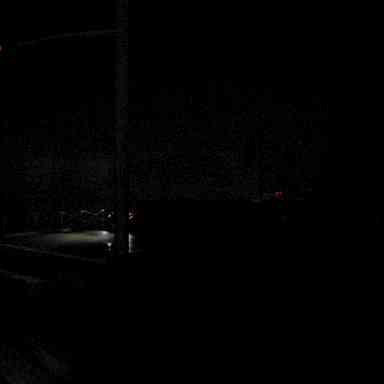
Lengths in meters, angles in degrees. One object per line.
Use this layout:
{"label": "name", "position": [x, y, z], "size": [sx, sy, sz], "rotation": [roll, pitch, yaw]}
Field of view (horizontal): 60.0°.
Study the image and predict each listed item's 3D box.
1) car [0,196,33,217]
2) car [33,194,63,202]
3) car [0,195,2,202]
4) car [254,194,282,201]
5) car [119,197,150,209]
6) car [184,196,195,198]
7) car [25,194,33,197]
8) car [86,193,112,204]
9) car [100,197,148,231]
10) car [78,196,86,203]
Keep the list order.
{"label": "car", "position": [-15.817, 1.339, 26.918], "size": [2.007, 1.523, 4.514], "rotation": [0, 0, 35]}
{"label": "car", "position": [-28.915, 1.153, 67.759], "size": [2.152, 1.636, 5.027], "rotation": [0, 0, 35]}
{"label": "car", "position": [-41.402, 1.298, 67.569], "size": [2.007, 1.523, 4.514], "rotation": [0, 0, 35]}
{"label": "car", "position": [8.422, 1.221, 37.051], "size": [2.150, 2.045, 5.566], "rotation": [0, 0, 35]}
{"label": "car", "position": [-7.499, 1.384, 43.836], "size": [1.970, 1.475, 3.806], "rotation": [0, 0, 35]}
{"label": "car", "position": [-0.778, 1.374, 48.169], "size": [1.845, 1.501, 3.633], "rotation": [0, 0, 35]}
{"label": "car", "position": [-34.339, 1.232, 71.204], "size": [1.970, 1.475, 3.806], "rotation": [0, 0, 35]}
{"label": "car", "position": [-15.864, 1.097, 59.022], "size": [1.932, 1.855, 4.605], "rotation": [0, 0, 35]}
{"label": "car", "position": [-3.056, 1.352, 20.569], "size": [2.097, 1.767, 4.553], "rotation": [0, 0, 35]}
{"label": "car", "position": [-18.474, 1.077, 60.365], "size": [1.905, 1.878, 3.866], "rotation": [0, 0, 35]}
